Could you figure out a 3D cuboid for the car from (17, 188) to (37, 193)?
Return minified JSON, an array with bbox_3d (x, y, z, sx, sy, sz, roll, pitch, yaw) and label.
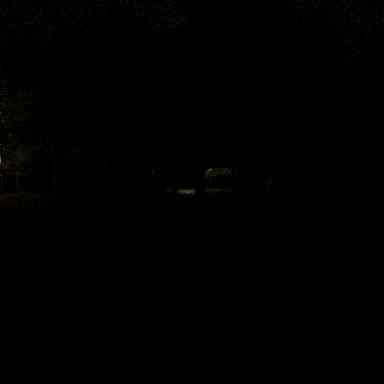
[{"bbox_3d":[-38.380,-0.291,77.328,1.994,1.385,4.181,-2,0,34],"label":"car"}]
